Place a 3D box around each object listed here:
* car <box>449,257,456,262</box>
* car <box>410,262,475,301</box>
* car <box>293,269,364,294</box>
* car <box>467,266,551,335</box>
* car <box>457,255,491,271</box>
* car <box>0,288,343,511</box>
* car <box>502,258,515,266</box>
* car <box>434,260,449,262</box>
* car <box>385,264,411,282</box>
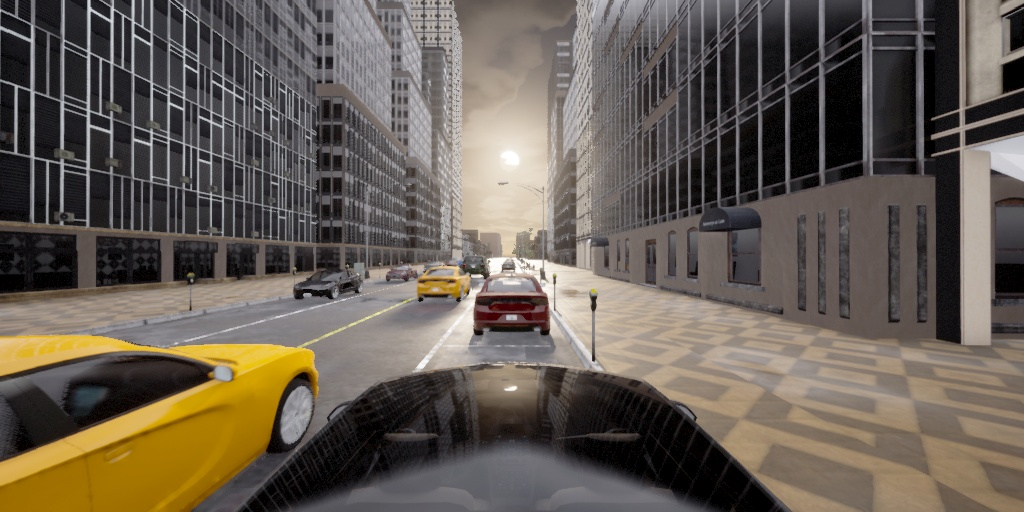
[{"bbox_3d":[-8.836,1.273,51.803,1.888,1.381,4.507,0,0,0],"label":"car"},{"bbox_3d":[-3.140,1.225,17.263,1.882,1.535,5.008,0,0,0],"label":"car"},{"bbox_3d":[-8.836,1.313,17.650,1.948,1.339,4.313,0,0,0],"label":"car"},{"bbox_3d":[-0.006,1.227,10.499,1.882,1.535,5.008,0,0,0],"label":"car"},{"bbox_3d":[-3.144,0.958,31.810,2.150,2.045,5.566,0,0,0],"label":"car"},{"bbox_3d":[-3.146,1.228,2.102,1.882,1.535,5.008,0,0,0],"label":"car"},{"bbox_3d":[-0.455,1.298,46.099,1.948,1.339,4.313,0,0,0],"label":"car"},{"bbox_3d":[-8.836,1.286,40.419,2.007,1.370,4.403,0,0,0],"label":"car"},{"bbox_3d":[-8.835,1.324,29.033,1.802,1.307,4.207,0,0,0],"label":"car"}]
